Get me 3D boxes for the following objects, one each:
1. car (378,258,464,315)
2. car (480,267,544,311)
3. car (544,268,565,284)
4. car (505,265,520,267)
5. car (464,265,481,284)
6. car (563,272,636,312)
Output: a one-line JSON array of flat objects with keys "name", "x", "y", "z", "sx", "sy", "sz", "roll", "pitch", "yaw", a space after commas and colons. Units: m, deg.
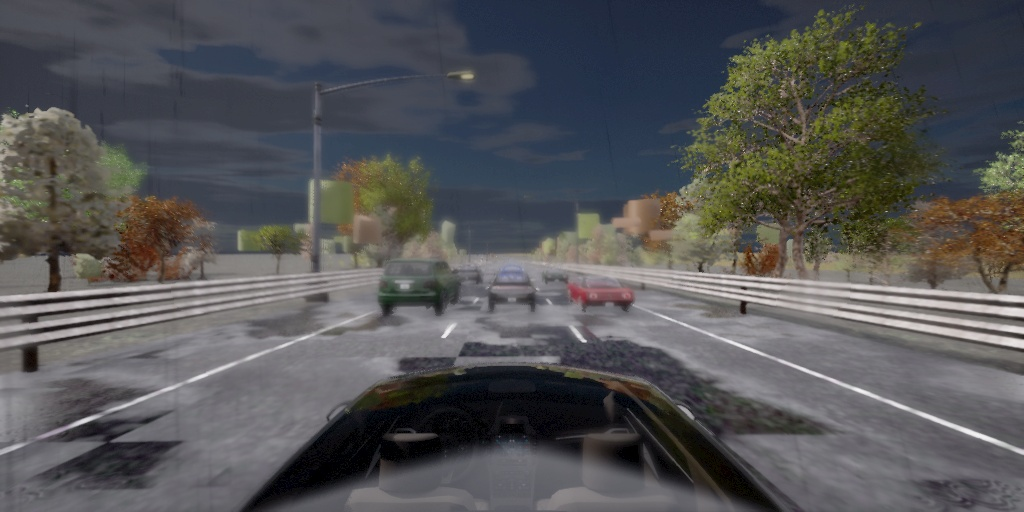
[{"name": "car", "x": -3.490, "y": 1.105, "z": 14.400, "sx": 2.150, "sy": 2.045, "sz": 5.566, "roll": 0, "pitch": 0, "yaw": 0}, {"name": "car", "x": 0.023, "y": 1.383, "z": 15.341, "sx": 2.128, "sy": 1.511, "sz": 4.902, "roll": 0, "pitch": 0, "yaw": 1}, {"name": "car", "x": 3.517, "y": 1.646, "z": 30.075, "sx": 1.895, "sy": 1.301, "sz": 4.718, "roll": 0, "pitch": -1, "yaw": 0}, {"name": "car", "x": 0.029, "y": 1.532, "z": 31.075, "sx": 1.882, "sy": 1.535, "sz": 5.008, "roll": 0, "pitch": 0, "yaw": 1}, {"name": "car", "x": -3.479, "y": 1.540, "z": 30.347, "sx": 2.128, "sy": 1.511, "sz": 4.902, "roll": 0, "pitch": 0, "yaw": 1}, {"name": "car", "x": 3.518, "y": 1.489, "z": 15.082, "sx": 1.895, "sy": 1.301, "sz": 4.718, "roll": 0, "pitch": -1, "yaw": 0}]
